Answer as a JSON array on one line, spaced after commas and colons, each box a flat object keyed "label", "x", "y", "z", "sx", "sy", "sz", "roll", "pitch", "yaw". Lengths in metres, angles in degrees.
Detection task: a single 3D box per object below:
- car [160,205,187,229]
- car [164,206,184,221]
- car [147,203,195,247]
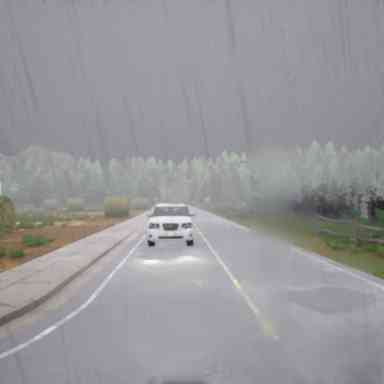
[{"label": "car", "x": -1.539, "y": 1.985, "z": 27.904, "sx": 2.097, "sy": 1.767, "sz": 4.553, "roll": -1, "pitch": -1, "yaw": -3}, {"label": "car", "x": -1.993, "y": 2.367, "z": 38.283, "sx": 2.128, "sy": 1.511, "sz": 4.902, "roll": -1, "pitch": -1, "yaw": -2}, {"label": "car", "x": -1.080, "y": 1.614, "z": 17.691, "sx": 2.150, "sy": 2.045, "sz": 5.566, "roll": -1, "pitch": -1, "yaw": -3}]
